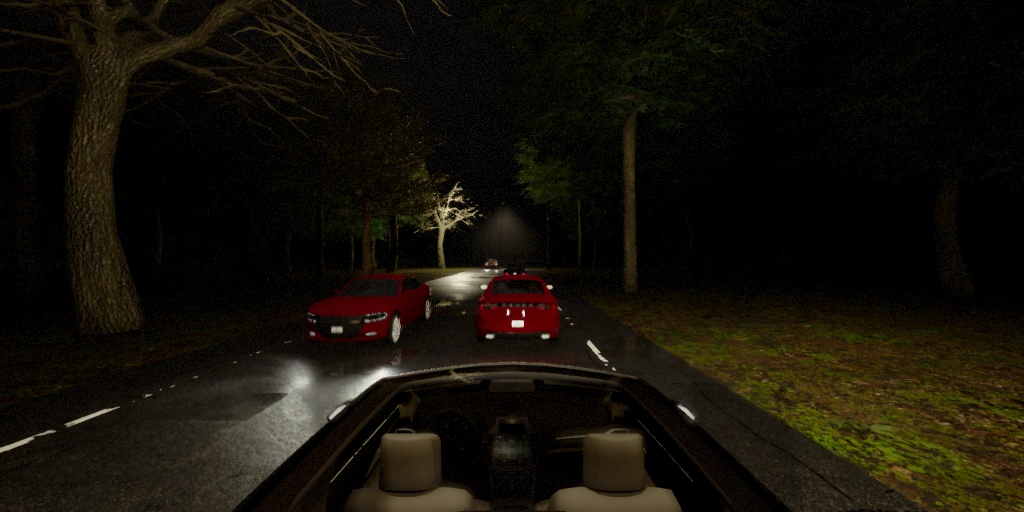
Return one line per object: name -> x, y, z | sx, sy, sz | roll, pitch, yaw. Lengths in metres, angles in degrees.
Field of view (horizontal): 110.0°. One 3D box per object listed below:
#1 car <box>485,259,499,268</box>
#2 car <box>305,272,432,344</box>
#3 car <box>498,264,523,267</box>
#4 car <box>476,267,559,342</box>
car -> -3.297, 1.311, 59.427 | 2.097, 1.767, 4.553 | 0, 0, 1
car -> -3.567, 1.235, 9.816 | 1.882, 1.535, 5.008 | 0, 0, 0
car -> 0.206, 1.352, 28.469 | 2.033, 1.411, 5.357 | 0, 0, 0
car -> 0.130, 1.235, 9.844 | 1.882, 1.535, 5.008 | 0, 0, 0
